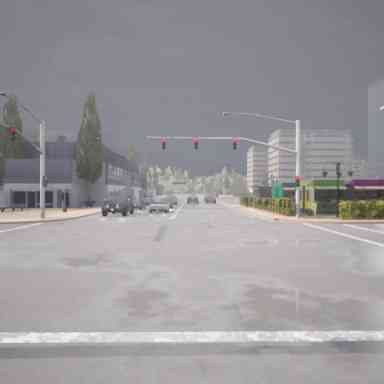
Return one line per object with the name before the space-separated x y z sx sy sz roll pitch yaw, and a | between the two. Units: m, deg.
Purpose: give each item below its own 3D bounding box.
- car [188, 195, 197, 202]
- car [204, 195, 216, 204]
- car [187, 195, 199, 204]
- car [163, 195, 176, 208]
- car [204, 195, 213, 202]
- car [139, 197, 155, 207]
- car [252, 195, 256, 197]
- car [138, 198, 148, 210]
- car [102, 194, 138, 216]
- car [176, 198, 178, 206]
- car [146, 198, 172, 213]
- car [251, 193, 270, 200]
car | 0.093 1.474 73.823 1.882 1.535 5.008 0 0 0
car | 3.577 1.488 63.554 2.128 1.511 4.902 0 0 0
car | 0.174 1.348 64.002 2.097 1.767 4.553 0 0 0
car | -3.542 1.502 46.001 1.837 1.490 4.892 0 0 0
car | 3.590 1.392 73.829 1.812 1.442 4.674 0 0 0
car | -7.027 1.561 52.194 1.994 1.385 4.181 0 0 0
car | 17.891 1.151 83.809 3.866 1.878 1.905 0 0 -1
car | -7.048 1.489 42.237 2.128 1.511 4.902 0 0 0
car | -7.074 1.220 32.349 2.150 2.045 5.566 0 0 1
car | -3.516 1.349 55.864 2.097 1.767 4.553 0 0 0
car | -3.556 1.599 36.686 1.895 1.301 4.718 0 0 0
car | 17.874 1.148 86.704 4.605 1.855 1.932 0 0 -1
